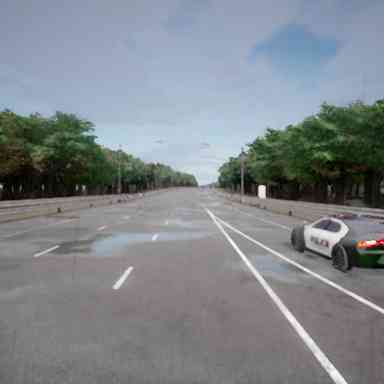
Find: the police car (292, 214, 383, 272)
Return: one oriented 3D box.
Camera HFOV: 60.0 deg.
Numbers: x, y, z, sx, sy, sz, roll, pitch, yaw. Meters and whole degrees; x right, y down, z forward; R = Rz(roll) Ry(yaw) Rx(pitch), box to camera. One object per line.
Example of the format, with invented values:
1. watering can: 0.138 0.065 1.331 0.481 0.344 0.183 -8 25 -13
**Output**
1. police car: 4.957 1.509 11.021 2.038 1.542 4.974 1 1 -5
